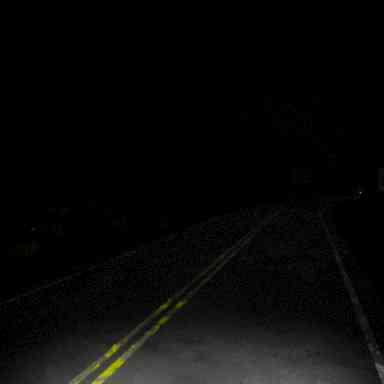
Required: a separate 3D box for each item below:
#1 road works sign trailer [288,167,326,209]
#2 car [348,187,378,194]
[{"bbox_3d":[10.147,-0.384,29.901,2.380,3.560,2.880,-1,1,38],"label":"road works sign trailer"},{"bbox_3d":[25.280,-0.404,48.389,5.566,2.045,2.150,-3,-2,-28],"label":"car"}]
